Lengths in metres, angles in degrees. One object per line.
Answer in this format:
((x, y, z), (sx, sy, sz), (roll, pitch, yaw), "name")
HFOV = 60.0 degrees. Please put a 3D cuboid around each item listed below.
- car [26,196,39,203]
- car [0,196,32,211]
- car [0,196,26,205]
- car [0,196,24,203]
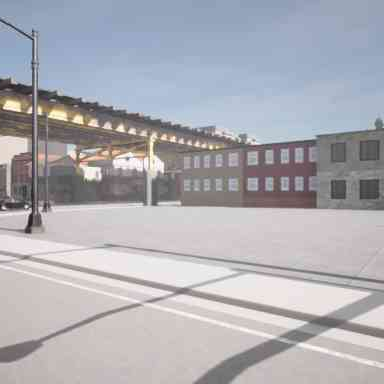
((-28.348, 1.295, 59.145), (1.853, 1.218, 4.536), (0, 0, -24), "car")
((-21.707, 1.491, 39.867), (2.128, 1.511, 4.902), (0, 0, 24), "car")
((-31.847, 1.453, 57.860), (4.974, 1.542, 2.038), (0, 0, 6), "car")
((-31.899, 1.295, 57.865), (4.536, 1.218, 1.853), (0, 0, 6), "car")
